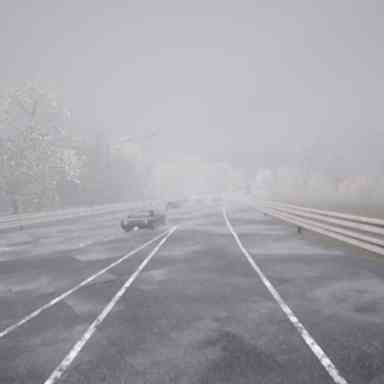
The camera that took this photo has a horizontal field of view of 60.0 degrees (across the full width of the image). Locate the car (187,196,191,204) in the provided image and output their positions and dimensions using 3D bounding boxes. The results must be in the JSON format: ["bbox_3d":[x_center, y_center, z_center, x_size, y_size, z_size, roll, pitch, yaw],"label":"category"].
[{"bbox_3d":[-1.587,1.670,71.626,2.097,1.767,4.553,-4,0,12],"label":"car"}]

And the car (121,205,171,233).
[{"bbox_3d":[-3.007,1.831,21.845,1.895,1.301,4.718,-4,0,8],"label":"car"}]

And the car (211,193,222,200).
[{"bbox_3d":[6.970,1.160,94.312,2.097,1.767,4.553,-4,0,13],"label":"car"}]

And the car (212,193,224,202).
[{"bbox_3d":[5.646,1.360,72.055,1.994,1.385,4.181,-4,0,12],"label":"car"}]

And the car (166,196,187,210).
[{"bbox_3d":[-2.508,1.795,47.664,1.837,1.490,4.892,-4,0,10],"label":"car"}]

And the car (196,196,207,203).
[{"bbox_3d":[2.044,1.614,71.866,1.994,1.385,4.181,-4,0,12],"label":"car"}]
